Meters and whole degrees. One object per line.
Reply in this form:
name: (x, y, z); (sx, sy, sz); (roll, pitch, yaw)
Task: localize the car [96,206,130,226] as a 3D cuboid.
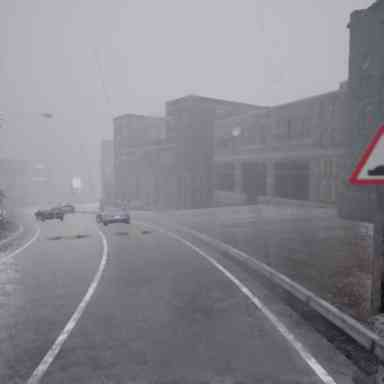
car: (-6.118, 1.757, 25.404); (1.994, 1.385, 4.181); (-2, 0, -24)

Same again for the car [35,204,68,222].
car: (-13.658, 2.109, 31.836); (1.895, 1.301, 4.718); (-3, 0, -34)

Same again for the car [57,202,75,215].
car: (-15.829, 2.038, 40.738); (2.128, 1.511, 4.902); (-3, 1, -35)
